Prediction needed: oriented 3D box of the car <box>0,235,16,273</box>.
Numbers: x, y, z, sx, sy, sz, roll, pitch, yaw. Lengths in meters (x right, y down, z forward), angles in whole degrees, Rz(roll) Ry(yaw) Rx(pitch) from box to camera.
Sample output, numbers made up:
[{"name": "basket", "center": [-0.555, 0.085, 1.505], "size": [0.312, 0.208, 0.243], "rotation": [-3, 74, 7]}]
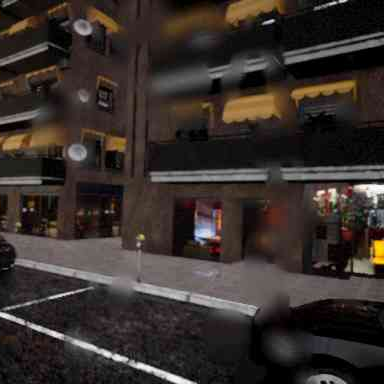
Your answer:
[{"name": "car", "center": [-7.143, 1.713, 10.076], "size": [4.403, 1.369, 2.008], "rotation": [0, -3, 32]}]

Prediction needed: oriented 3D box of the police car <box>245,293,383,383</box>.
[{"name": "police car", "center": [3.135, 1.659, 3.252], "size": [5.238, 1.638, 1.930], "rotation": [0, -2, 32]}]
